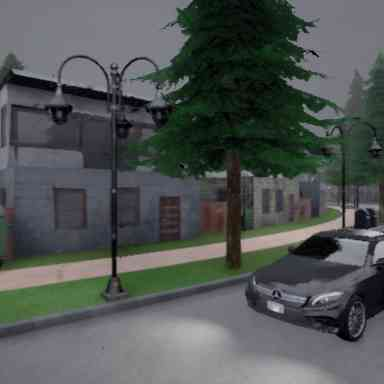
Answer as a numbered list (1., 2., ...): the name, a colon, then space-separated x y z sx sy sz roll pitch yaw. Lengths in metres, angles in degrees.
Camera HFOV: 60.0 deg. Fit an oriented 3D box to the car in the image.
1. car: 3.081 1.518 6.644 4.674 1.442 1.812 0 0 -40
